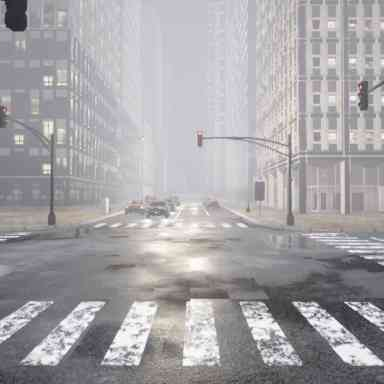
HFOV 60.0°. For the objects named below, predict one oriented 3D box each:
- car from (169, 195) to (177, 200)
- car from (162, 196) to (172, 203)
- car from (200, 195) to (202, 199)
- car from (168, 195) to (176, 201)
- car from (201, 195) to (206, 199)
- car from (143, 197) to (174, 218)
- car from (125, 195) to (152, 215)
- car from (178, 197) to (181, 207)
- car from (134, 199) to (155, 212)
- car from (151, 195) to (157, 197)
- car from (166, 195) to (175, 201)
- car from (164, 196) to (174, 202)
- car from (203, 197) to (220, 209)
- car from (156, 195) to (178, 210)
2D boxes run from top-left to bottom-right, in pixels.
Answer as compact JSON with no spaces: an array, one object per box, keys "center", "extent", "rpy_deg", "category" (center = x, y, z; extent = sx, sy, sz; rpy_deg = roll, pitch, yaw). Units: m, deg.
[{"center":[-5.355,1.604,95.141],"extent":[1.947,1.339,4.313],"rpy_deg":[1,0,0],"category":"car"},{"center":[-5.429,1.573,72.840],"extent":[1.887,1.381,4.507],"rpy_deg":[1,0,0],"category":"car"},{"center":[2.913,1.590,61.731],"extent":[1.947,1.339,4.313],"rpy_deg":[1,0,0],"category":"car"},{"center":[-5.373,1.587,89.565],"extent":[2.008,1.369,4.403],"rpy_deg":[1,0,0],"category":"car"},{"center":[2.896,1.547,56.324],"extent":[1.752,1.417,4.829],"rpy_deg":[1,0,0],"category":"car"},{"center":[-2.997,1.516,30.353],"extent":[1.837,1.490,4.892],"rpy_deg":[0,0,0],"category":"car"},{"center":[-5.559,1.453,33.814],"extent":[1.967,1.590,4.097],"rpy_deg":[1,0,0],"category":"car"},{"center":[-2.907,1.372,52.281],"extent":[2.097,1.767,4.553],"rpy_deg":[0,0,1],"category":"car"},{"center":[-5.544,1.597,39.389],"extent":[1.802,1.307,4.206],"rpy_deg":[1,0,0],"category":"car"},{"center":[-5.519,1.332,44.965],"extent":[2.192,1.841,5.009],"rpy_deg":[1,0,0],"category":"car"},{"center":[-5.392,1.578,83.990],"extent":[1.887,1.381,4.507],"rpy_deg":[1,0,0],"category":"car"},{"center":[-5.410,1.581,78.415],"extent":[2.008,1.369,4.403],"rpy_deg":[1,0,0],"category":"car"},{"center":[2.855,1.599,44.998],"extent":[1.802,1.307,4.206],"rpy_deg":[1,0,0],"category":"car"},{"center":[-2.964,1.518,39.800],"extent":[1.837,1.490,4.892],"rpy_deg":[0,0,0],"category":"car"}]
